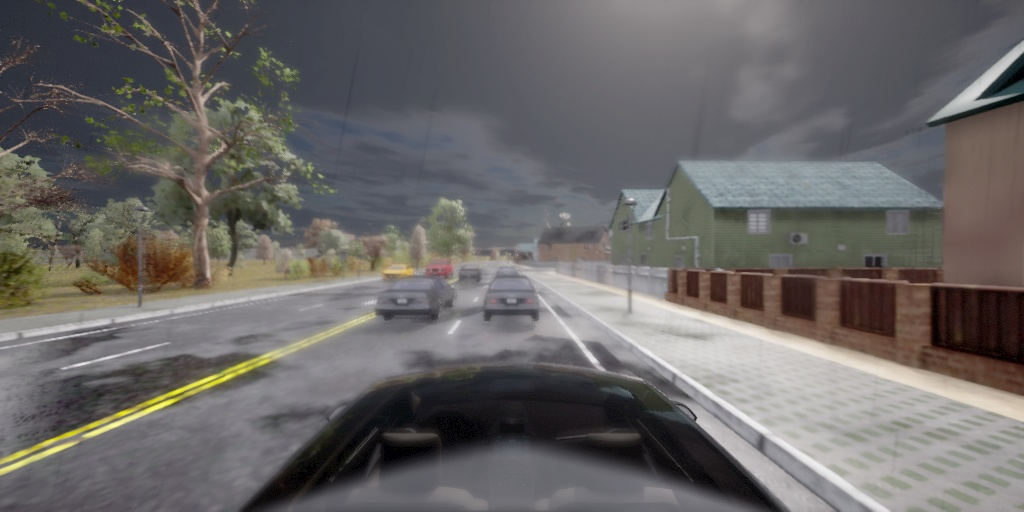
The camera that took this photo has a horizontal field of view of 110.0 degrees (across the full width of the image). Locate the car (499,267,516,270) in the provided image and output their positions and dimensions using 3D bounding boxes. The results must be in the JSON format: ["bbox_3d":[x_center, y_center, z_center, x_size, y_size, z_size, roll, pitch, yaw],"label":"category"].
[{"bbox_3d":[-0.353,1.550,28.233,2.033,1.411,5.357,0,0,-1],"label":"car"}]

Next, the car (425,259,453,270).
[{"bbox_3d":[-7.287,1.305,36.276,2.150,2.045,5.566,0,0,-2],"label":"car"}]

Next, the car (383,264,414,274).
[{"bbox_3d":[-10.434,1.538,33.191,1.882,1.535,5.008,0,-1,-2],"label":"car"}]

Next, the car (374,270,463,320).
[{"bbox_3d":[-3.274,1.409,13.148,2.033,1.411,5.357,0,-1,0],"label":"car"}]

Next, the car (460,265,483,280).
[{"bbox_3d":[-3.738,1.540,32.787,2.128,1.511,4.902,0,-1,-2],"label":"car"}]

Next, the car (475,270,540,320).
[{"bbox_3d":[-0.025,1.407,13.139,2.033,1.411,5.357,0,-1,0],"label":"car"}]
